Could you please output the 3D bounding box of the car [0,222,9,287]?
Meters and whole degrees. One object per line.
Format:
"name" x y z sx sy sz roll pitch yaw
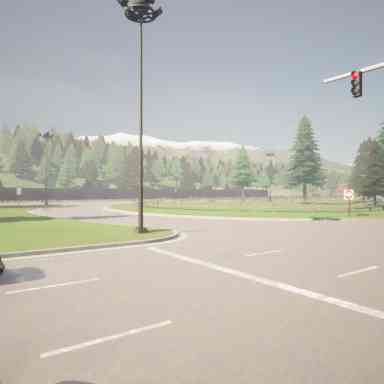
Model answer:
"car" -7.162 1.547 7.234 5.357 1.411 2.033 0 0 -35

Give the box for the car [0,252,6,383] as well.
"car" -3.314 1.352 1.380 4.553 1.767 2.097 0 0 -36
